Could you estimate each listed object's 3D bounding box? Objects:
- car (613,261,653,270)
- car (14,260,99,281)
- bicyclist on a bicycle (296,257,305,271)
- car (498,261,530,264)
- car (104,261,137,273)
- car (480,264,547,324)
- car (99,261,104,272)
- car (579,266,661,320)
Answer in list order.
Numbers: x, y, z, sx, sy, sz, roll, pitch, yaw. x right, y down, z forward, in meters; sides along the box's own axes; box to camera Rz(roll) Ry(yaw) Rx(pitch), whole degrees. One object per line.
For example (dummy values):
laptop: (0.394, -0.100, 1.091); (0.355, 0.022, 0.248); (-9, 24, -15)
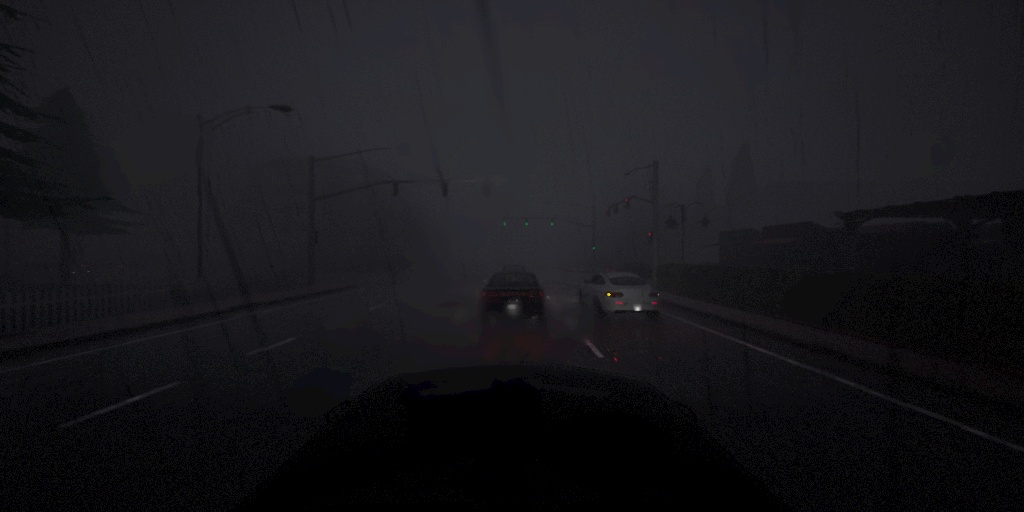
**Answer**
car: (9.244, 1.164, 26.914); (5.008, 1.535, 1.882); (0, -2, -21)
car: (-36.388, 1.190, 28.434); (4.892, 1.490, 1.837); (0, 0, 2)
bicyclist on a bicycle: (-25.108, 0.949, 42.603); (0.582, 1.620, 1.656); (0, 0, 1)
car: (0.158, 1.289, 26.559); (1.895, 1.301, 4.718); (0, 0, 1)
car: (-44.402, 1.205, 39.216); (5.357, 1.411, 2.033); (0, 0, 1)
car: (0.068, 1.202, 11.893); (1.882, 1.535, 5.008); (0, 0, 1)
car: (-44.492, 1.158, 35.717); (4.902, 1.511, 2.128); (0, 0, 1)
car: (3.573, 1.249, 12.474); (1.812, 1.442, 4.674); (0, 0, 0)
